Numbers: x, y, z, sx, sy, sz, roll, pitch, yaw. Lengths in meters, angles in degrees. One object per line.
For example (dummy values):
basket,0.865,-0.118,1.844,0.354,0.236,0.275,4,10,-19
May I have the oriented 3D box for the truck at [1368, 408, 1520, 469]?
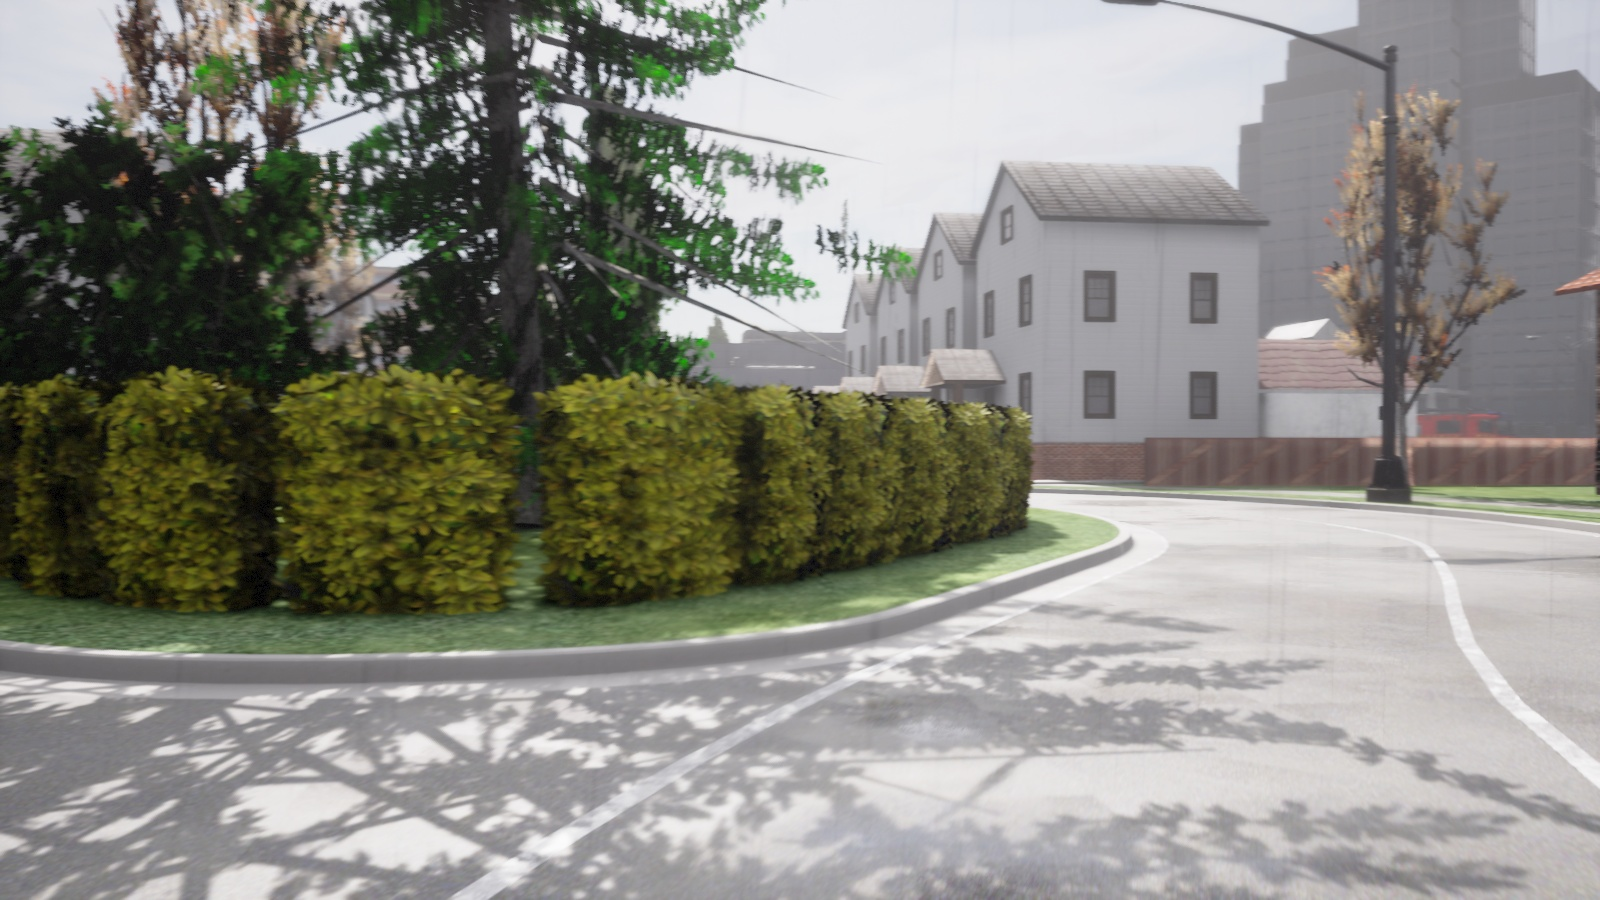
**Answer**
truck,42.674,-0.762,83.497,2.891,3.827,8.468,0,0,-42
